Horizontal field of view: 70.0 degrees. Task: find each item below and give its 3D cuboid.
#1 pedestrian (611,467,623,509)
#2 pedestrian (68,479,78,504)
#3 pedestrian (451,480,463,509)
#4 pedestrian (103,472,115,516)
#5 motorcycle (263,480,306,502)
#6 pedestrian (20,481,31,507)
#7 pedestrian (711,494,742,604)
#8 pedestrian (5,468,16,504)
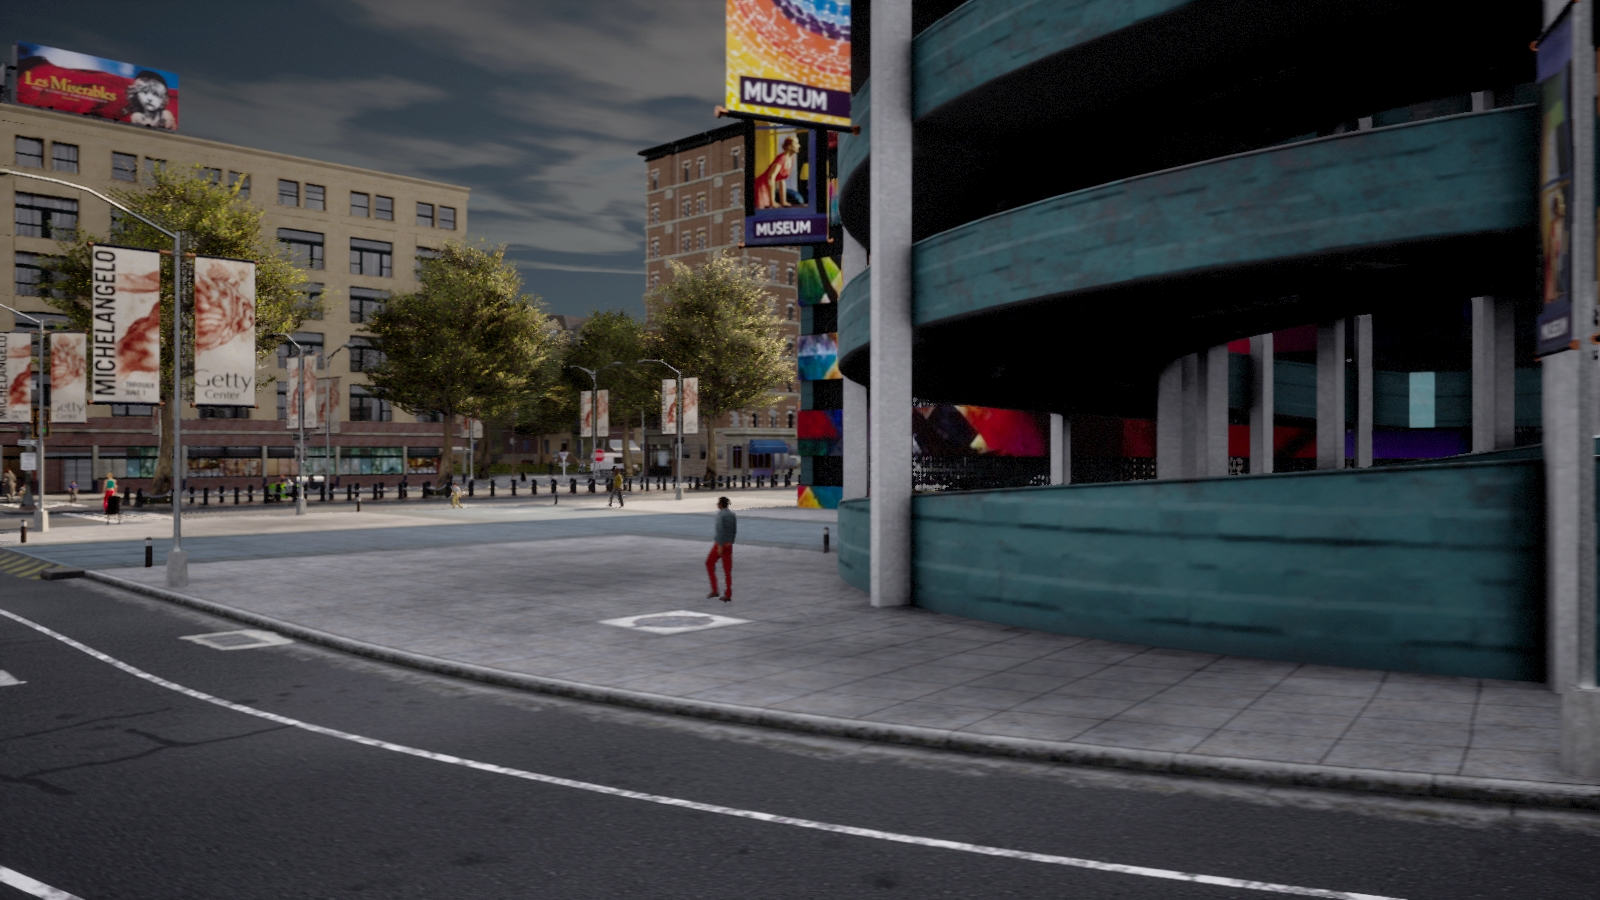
[{"bbox_3d":[-8.310,1.725,51.833,0.375,1.860,0.375,0,0,43],"label":"pedestrian"},{"bbox_3d":[-38.014,2.156,59.755,0.375,1.300,0.375,0,0,45],"label":"pedestrian"},{"bbox_3d":[-15.563,2.004,51.830,0.375,1.300,0.375,0,0,45],"label":"pedestrian"},{"bbox_3d":[-29.498,1.871,48.796,0.375,1.860,0.375,0,0,-39],"label":"pedestrian"},{"bbox_3d":[-28.484,2.246,63.155,0.803,1.145,2.033,0,-1,45],"label":"motorcycle"},{"bbox_3d":[-38.005,2.154,56.032,0.375,1.300,0.375,0,0,43],"label":"pedestrian"},{"bbox_3d":[-1.278,1.708,19.819,0.375,1.860,0.375,0,0,44],"label":"pedestrian"},{"bbox_3d":[-41.238,1.875,59.679,0.375,1.860,0.375,0,0,30],"label":"pedestrian"}]
